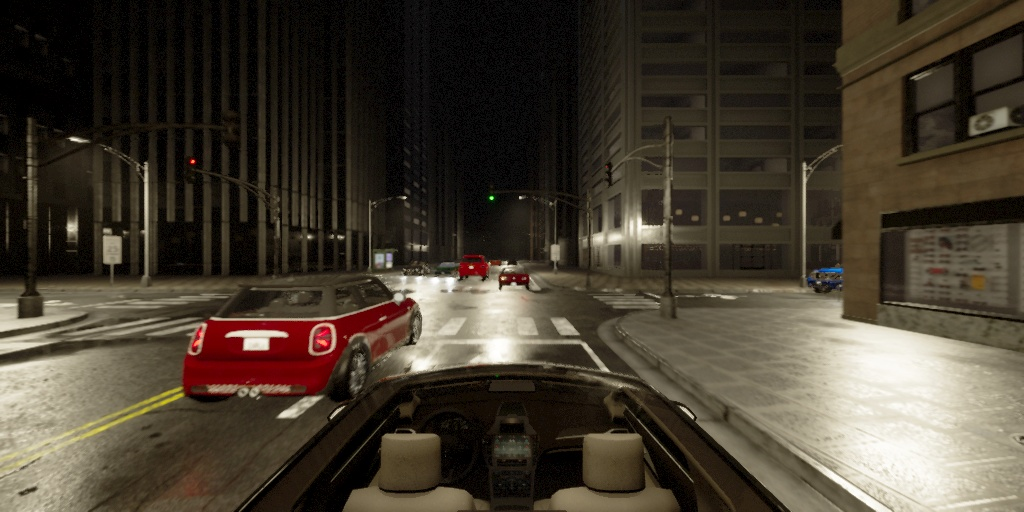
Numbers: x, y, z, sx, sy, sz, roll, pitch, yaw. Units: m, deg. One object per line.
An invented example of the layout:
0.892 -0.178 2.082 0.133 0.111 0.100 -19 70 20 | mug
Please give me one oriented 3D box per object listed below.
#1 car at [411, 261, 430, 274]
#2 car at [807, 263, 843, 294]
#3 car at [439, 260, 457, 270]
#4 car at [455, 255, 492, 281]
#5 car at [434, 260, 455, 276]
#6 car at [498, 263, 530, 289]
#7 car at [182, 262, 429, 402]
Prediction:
-9.808 1.254 37.104 1.837 1.490 4.892 0 0 0 | car
18.120 0.983 17.937 5.566 2.045 2.150 0 0 0 | car
-9.752 1.316 54.847 1.994 1.385 4.181 0 0 1 | car
-3.128 0.972 30.341 2.150 2.045 5.566 0 0 0 | car
-6.563 1.350 36.282 1.895 1.301 4.718 0 0 0 | car
0.116 1.350 23.197 1.895 1.301 4.718 0 0 0 | car
-3.148 1.103 6.544 2.097 1.767 4.553 0 0 0 | car
